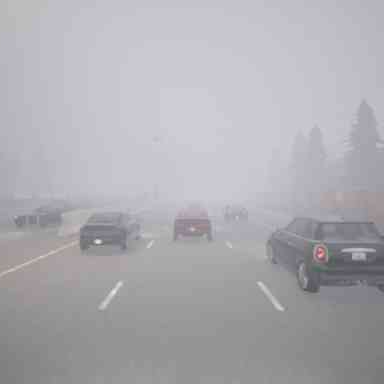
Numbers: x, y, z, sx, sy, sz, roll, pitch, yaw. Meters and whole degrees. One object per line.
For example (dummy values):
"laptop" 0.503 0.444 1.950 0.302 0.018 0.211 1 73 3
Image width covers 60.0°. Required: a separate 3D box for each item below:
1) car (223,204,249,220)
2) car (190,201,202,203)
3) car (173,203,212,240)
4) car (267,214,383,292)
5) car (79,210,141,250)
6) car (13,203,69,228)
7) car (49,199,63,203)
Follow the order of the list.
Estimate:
"car" 3.740 1.749 29.268 1.895 1.301 4.718 0 0 1
"car" 0.396 1.708 36.100 1.812 1.442 4.674 0 0 1
"car" 0.044 1.568 17.771 1.882 1.535 5.008 0 0 0
"car" 3.539 1.398 9.205 2.097 1.767 4.553 0 0 0
"car" -3.476 1.581 14.722 1.837 1.490 4.892 0 0 0
"car" -10.579 1.721 23.527 1.895 1.301 4.718 0 0 1
"car" -13.835 1.527 34.373 2.097 1.767 4.553 0 0 2
